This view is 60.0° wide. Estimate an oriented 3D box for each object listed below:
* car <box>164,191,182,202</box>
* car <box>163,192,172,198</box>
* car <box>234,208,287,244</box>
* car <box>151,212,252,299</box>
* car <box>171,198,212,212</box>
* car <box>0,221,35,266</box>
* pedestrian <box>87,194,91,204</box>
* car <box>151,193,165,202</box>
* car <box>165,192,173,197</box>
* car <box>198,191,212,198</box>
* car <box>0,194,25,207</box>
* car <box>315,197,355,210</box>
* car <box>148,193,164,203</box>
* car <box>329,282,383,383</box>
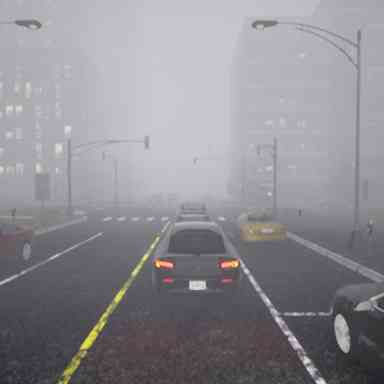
[{"bbox_3d":[-3.182,0.972,55.743,2.033,1.411,5.357,0,1,0],"label":"car"},{"bbox_3d":[-5.866,0.753,80.595,1.802,1.307,4.206,-1,1,0],"label":"car"},{"bbox_3d":[2.778,1.373,14.557,1.752,1.417,4.829,-1,1,0],"label":"car"},{"bbox_3d":[0.083,1.440,8.106,1.812,1.442,4.674,0,1,0],"label":"car"},{"bbox_3d":[0.053,1.302,18.179,2.128,1.511,4.902,0,1,0],"label":"car"},{"bbox_3d":[-5.849,1.452,8.784,1.887,1.381,4.507,-1,1,0],"label":"car"},{"bbox_3d":[-12.631,0.787,40.828,0.375,1.300,0.375,0,1,1],"label":"pedestrian"},{"bbox_3d":[-5.820,0.967,57.977,1.947,1.339,4.313,-1,1,0],"label":"car"},{"bbox_3d":[-5.878,0.658,86.248,1.887,1.381,4.507,-1,1,0],"label":"car"},{"bbox_3d":[2.560,0.952,57.995,2.008,1.369,4.403,-1,1,0],"label":"car"},{"bbox_3d":[-21.738,0.891,37.965,4.829,1.417,1.752,1,1,1],"label":"car"},{"bbox_3d":[16.238,1.242,37.548,4.403,1.369,2.008,0,1,1],"label":"car"},{"bbox_3d":[-5.808,0.986,52.153,1.752,1.417,4.829,-1,1,0],"label":"car"},{"bbox_3d":[2.802,1.517,3.100,2.008,1.369,4.403,-1,1,0],"label":"car"}]
